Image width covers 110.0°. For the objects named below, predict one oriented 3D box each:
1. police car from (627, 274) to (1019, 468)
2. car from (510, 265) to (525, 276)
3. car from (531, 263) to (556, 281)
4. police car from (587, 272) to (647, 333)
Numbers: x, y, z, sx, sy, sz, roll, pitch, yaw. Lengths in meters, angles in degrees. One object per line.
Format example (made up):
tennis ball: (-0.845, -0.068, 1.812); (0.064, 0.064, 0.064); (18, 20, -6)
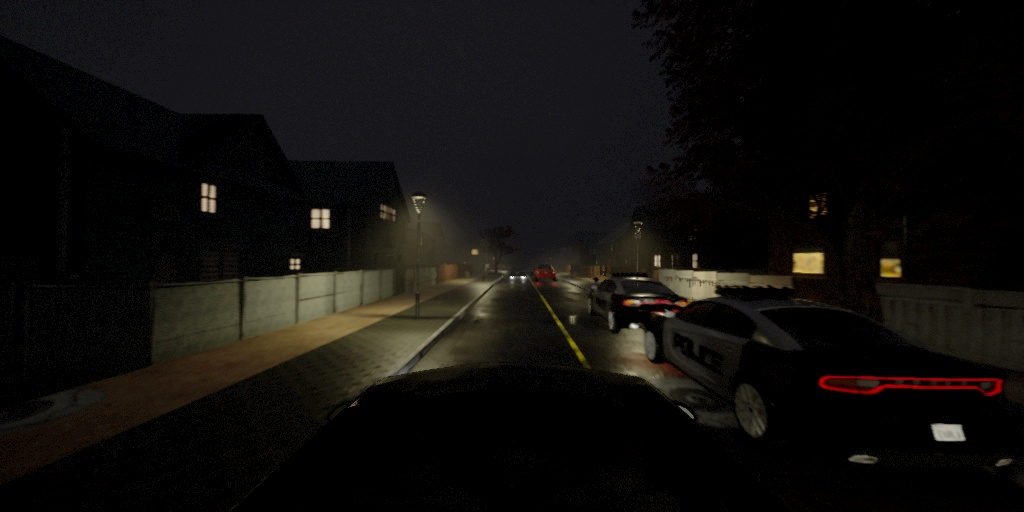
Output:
police car: (3.599, 1.263, 5.508); (1.930, 1.638, 5.238); (1, -1, 1)
car: (0.754, 1.992, 48.759); (1.812, 1.442, 4.674); (1, -1, 1)
car: (3.374, 1.656, 37.276); (2.097, 1.767, 4.553); (1, -1, 1)
police car: (3.700, 1.334, 11.507); (1.930, 1.638, 5.238); (1, -1, 1)
